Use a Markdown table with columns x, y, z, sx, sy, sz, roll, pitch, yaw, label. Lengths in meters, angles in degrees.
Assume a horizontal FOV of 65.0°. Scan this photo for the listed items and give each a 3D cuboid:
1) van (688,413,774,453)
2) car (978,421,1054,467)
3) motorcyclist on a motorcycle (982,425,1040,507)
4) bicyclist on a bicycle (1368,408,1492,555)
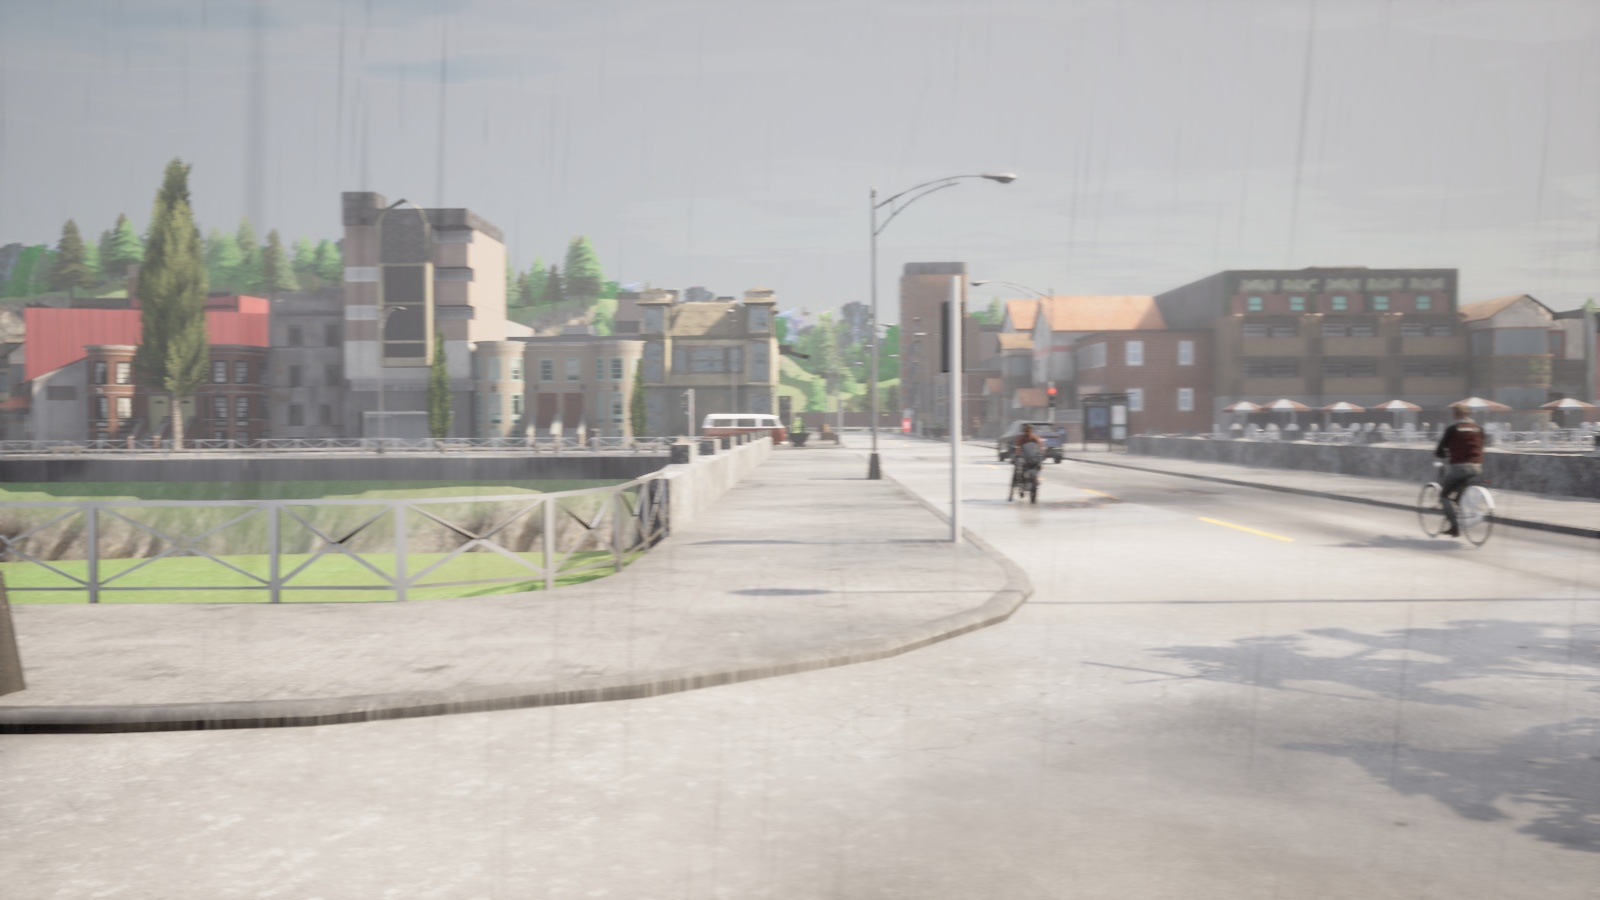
| x | y | z | sx | sy | sz | roll | pitch | yaw | label |
| --- | --- | --- | --- | --- | --- | --- | --- | --- | --- |
| -3.605 | -0.910 | 66.109 | 4.480 | 2.038 | 2.069 | 0 | 1 | -2 | van |
| 8.061 | -0.276 | 47.358 | 2.033 | 1.649 | 4.856 | 0 | 1 | 0 | car |
| 4.065 | 0.276 | 24.350 | 0.797 | 1.523 | 2.044 | 0 | 1 | 1 | motorcyclist on a motorcycle |
| 8.011 | 0.352 | 16.056 | 0.659 | 1.776 | 1.843 | 0 | 1 | 1 | bicyclist on a bicycle |
